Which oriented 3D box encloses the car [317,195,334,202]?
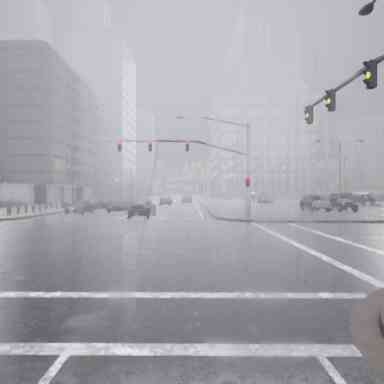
[{"bbox_3d":[27.361,1.336,68.243,1.784,1.438,3.905,0,0,0],"label":"car"}]

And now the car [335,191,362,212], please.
[{"bbox_3d":[16.064,1.142,35.650,1.905,1.878,3.866,0,0,0],"label":"car"}]

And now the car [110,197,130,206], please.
[{"bbox_3d":[-11.576,1.526,53.904,2.033,1.411,5.357,0,0,0],"label":"car"}]

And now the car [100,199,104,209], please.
[{"bbox_3d":[-11.524,1.583,43.365,1.895,1.301,4.718,0,0,0],"label":"car"}]

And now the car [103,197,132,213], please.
[{"bbox_3d":[-7.986,1.549,36.691,1.994,1.385,4.181,0,0,0],"label":"car"}]

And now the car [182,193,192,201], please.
[{"bbox_3d":[-1.101,1.151,74.352,2.097,1.767,4.553,0,0,0],"label":"car"}]

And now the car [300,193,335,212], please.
[{"bbox_3d":[13.169,1.139,35.698,1.932,1.855,4.605,0,0,0],"label":"car"}]

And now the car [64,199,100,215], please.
[{"bbox_3d":[-11.471,1.478,34.097,2.128,1.511,4.902,0,0,0],"label":"car"}]

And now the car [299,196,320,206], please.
[{"bbox_3d":[18.731,1.374,53.123,1.970,1.475,3.806,0,0,0],"label":"car"}]

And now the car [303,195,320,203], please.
[{"bbox_3d":[24.466,1.368,68.238,1.970,1.475,3.806,0,0,0],"label":"car"}]

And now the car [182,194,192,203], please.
[{"bbox_3d":[-1.051,1.574,65.624,1.895,1.301,4.718,0,0,0],"label":"car"}]

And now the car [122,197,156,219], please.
[{"bbox_3d":[-4.354,1.493,29.113,1.837,1.490,4.892,1,0,2],"label":"car"}]

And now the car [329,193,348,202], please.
[{"bbox_3d":[30.044,1.125,68.299,1.932,1.855,4.605,0,0,0],"label":"car"}]

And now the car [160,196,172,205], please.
[{"bbox_3d":[-4.398,1.468,56.364,2.128,1.511,4.902,0,0,0],"label":"car"}]
